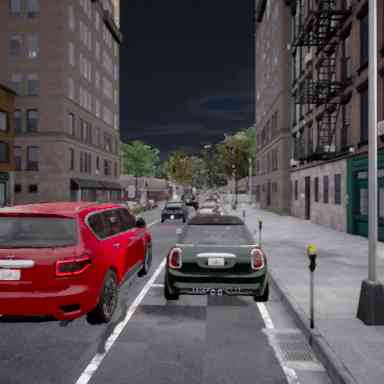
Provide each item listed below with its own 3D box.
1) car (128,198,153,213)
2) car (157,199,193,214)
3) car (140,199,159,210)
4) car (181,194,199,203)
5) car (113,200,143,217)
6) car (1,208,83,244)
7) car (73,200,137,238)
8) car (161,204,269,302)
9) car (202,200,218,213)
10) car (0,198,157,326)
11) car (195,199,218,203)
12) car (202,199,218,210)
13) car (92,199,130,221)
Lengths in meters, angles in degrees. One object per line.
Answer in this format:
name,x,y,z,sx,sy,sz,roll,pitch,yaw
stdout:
car,-5.940,1.473,38.747,1.967,1.590,4.097,0,0,4
car,-1.229,1.519,25.926,1.837,1.490,4.892,0,0,4
car,-5.602,1.621,44.255,1.802,1.307,4.206,0,0,4
car,-0.272,1.256,43.607,2.150,2.045,5.566,0,0,5
car,-6.289,1.552,33.068,1.752,1.417,4.829,0,0,4
car,-7.292,1.579,16.713,1.947,1.339,4.313,0,0,4
car,-4.640,1.364,18.488,2.097,1.767,4.553,0,0,4
car,0.594,1.355,8.484,2.097,1.767,4.553,0,0,4
car,2.070,1.608,38.257,1.802,1.307,4.206,0,0,4
car,-2.373,1.229,7.318,2.150,2.045,5.566,0,0,4
car,1.404,1.540,27.411,1.752,1.417,4.829,0,0,4
car,2.408,1.598,43.765,1.947,1.339,4.313,0,0,4
car,-6.616,1.461,27.730,1.967,1.590,4.097,0,0,4
